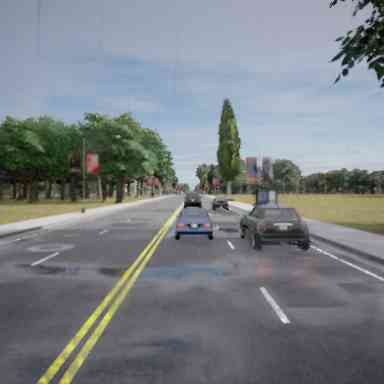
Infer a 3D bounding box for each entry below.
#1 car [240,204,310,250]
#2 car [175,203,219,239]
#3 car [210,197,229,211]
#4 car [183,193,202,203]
[{"bbox_3d":[3.351,1.327,14.325,2.097,1.767,4.553,0,0,0],"label":"car"},{"bbox_3d":[0.097,1.518,17.137,2.033,1.411,5.357,0,0,0],"label":"car"},{"bbox_3d":[3.355,1.437,40.536,1.837,1.490,4.892,0,0,0],"label":"car"},{"bbox_3d":[0.106,1.152,42.581,2.150,2.045,5.566,0,0,0],"label":"car"}]
